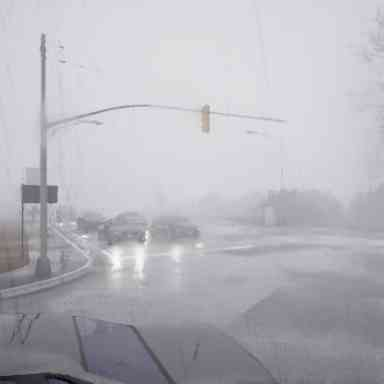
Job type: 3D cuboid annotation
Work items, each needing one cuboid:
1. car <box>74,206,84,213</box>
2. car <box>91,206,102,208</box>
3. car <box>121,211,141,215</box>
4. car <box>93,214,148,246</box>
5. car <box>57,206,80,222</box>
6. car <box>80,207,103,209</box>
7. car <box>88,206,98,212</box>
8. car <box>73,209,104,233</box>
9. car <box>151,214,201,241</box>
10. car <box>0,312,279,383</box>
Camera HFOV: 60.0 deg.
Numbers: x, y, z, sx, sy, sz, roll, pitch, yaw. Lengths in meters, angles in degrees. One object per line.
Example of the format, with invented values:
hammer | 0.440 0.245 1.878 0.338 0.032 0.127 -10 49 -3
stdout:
car | -29.978 4.620 88.261 2.128 1.511 4.902 0 -2 -24
car | -22.562 4.285 80.315 1.882 1.535 5.008 0 -2 -25
car | -5.379 2.486 29.512 2.128 1.511 4.902 0 -2 -27
car | -4.163 2.230 19.341 1.994 1.385 4.181 0 -2 -27
car | -16.705 2.843 44.261 2.150 2.045 5.566 0 -2 -26
car | -15.016 3.279 48.755 2.033 1.411 5.357 0 -2 -26
car | -26.767 4.547 89.654 1.882 1.535 5.008 0 -2 -24
car | -8.259 2.454 27.451 1.882 1.535 5.008 0 -2 -27
car | -1.153 2.179 21.143 1.837 1.490 4.892 0 -2 -27
car | -1.903 1.649 2.034 5.357 1.411 2.033 0 -2 -24
